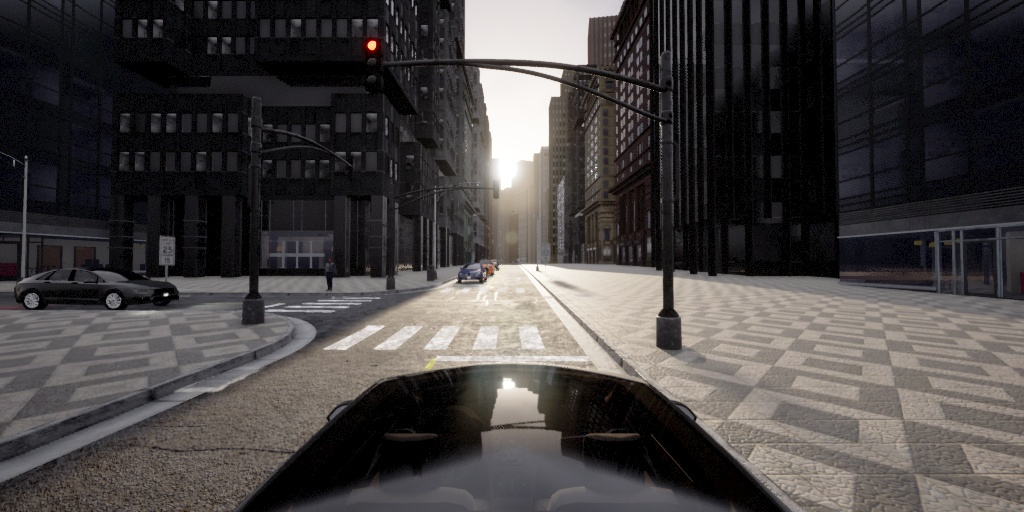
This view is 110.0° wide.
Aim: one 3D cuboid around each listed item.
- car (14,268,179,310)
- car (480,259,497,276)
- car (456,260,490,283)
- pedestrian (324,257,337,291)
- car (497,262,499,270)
[{"bbox_3d":[-15.342,1.191,13.401,4.892,1.490,1.837,0,-1,0],"label":"car"},{"bbox_3d":[-3.018,1.138,38.271,2.097,1.767,4.553,0,0,0],"label":"car"},{"bbox_3d":[-3.043,1.289,28.264,1.812,1.442,4.674,0,0,2],"label":"car"},{"bbox_3d":[-9.967,0.974,19.623,0.375,1.860,0.375,0,-1,0],"label":"pedestrian"},{"bbox_3d":[-2.959,1.330,53.570,2.128,1.511,4.902,0,0,0],"label":"car"}]
